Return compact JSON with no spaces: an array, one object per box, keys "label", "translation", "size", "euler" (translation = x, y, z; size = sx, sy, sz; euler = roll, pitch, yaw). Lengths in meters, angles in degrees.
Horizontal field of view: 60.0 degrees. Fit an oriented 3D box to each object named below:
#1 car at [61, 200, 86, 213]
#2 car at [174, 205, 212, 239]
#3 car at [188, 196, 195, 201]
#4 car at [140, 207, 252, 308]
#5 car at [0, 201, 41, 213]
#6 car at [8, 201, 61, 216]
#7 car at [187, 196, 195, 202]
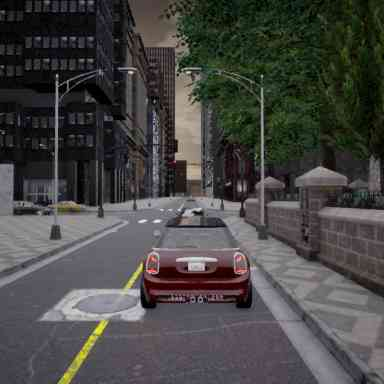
[{"label":"car","translation":[-14.876,1.675,38.639],"size":[4.829,1.417,1.752],"euler":[0,-1,0]},{"label":"car","translation":[0.047,1.541,18.197],"size":[1.812,1.442,4.674],"euler":[0,0,0]},{"label":"car","translation":[-0.249,1.710,90.108],"size":[1.812,1.442,4.674],"euler":[0,0,0]},{"label":"car","translation":[0.076,1.357,8.070],"size":[2.097,1.767,4.553],"euler":[0,0,0]},{"label":"car","translation":[-20.218,1.708,38.654],"size":[4.403,1.369,2.008],"euler":[0,-1,0]},{"label":"car","translation":[-14.720,1.517,30.115],"size":[4.403,1.369,2.008],"euler":[0,-1,0]},{"label":"car","translation":[-0.220,1.730,79.689],"size":[2.033,1.411,5.357],"euler":[0,0,0]}]
